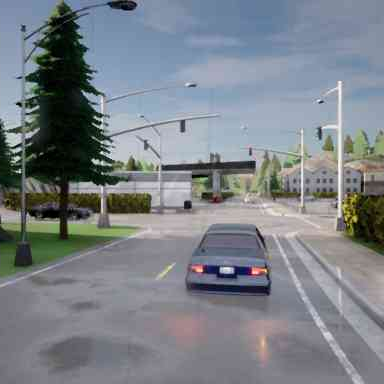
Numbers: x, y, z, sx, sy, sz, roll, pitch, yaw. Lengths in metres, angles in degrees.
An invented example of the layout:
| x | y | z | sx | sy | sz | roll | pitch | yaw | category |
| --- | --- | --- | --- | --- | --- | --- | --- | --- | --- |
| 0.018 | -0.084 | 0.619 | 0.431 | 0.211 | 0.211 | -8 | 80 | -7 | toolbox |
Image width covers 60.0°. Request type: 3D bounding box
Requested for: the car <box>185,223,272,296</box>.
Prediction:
| x | y | z | sx | sy | sz | roll | pitch | yaw | category |
| --- | --- | --- | --- | --- | --- | --- | --- | --- | --- |
| 1.085 | 1.547 | 8.845 | 2.033 | 1.411 | 5.357 | 0 | 0 | 10 | car |

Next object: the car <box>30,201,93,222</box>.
| x | y | z | sx | sy | sz | roll | pitch | yaw | category |
| --- | --- | --- | --- | --- | --- | --- | --- | --- | --- |
| -10.244 | 1.490 | 26.205 | 4.902 | 1.511 | 2.128 | 0 | 0 | 10 | car |

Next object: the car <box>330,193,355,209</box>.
| x | y | z | sx | sy | sz | roll | pitch | yaw | category |
| --- | --- | --- | --- | --- | --- | --- | --- | --- | --- |
| 20.231 | 1.328 | 42.329 | 5.027 | 1.636 | 2.152 | 0 | 0 | 10 | car |

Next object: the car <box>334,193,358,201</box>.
| x | y | z | sx | sy | sz | roll | pitch | yaw | category |
| --- | --- | --- | --- | --- | --- | --- | --- | --- | --- |
| 34.514 | 1.093 | 74.628 | 4.605 | 1.855 | 1.932 | 0 | 0 | 10 | car |

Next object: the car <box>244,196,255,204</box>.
| x | y | z | sx | sy | sz | roll | pitch | yaw | category |
| --- | --- | --- | --- | --- | --- | --- | --- | --- | --- |
| 11.184 | 1.522 | 64.732 | 1.812 | 1.442 | 4.674 | 0 | 0 | 10 | car |

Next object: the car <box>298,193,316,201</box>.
| x | y | z | sx | sy | sz | roll | pitch | yaw | category |
| --- | --- | --- | --- | --- | --- | --- | --- | --- | --- |
| 27.340 | 1.072 | 79.237 | 3.866 | 1.878 | 1.905 | 0 | 0 | 10 | car |

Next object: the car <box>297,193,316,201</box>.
| x | y | z | sx | sy | sz | roll | pitch | yaw | category |
| --- | --- | --- | --- | --- | --- | --- | --- | --- | --- |
| 26.159 | 1.357 | 76.070 | 3.806 | 1.475 | 1.970 | 0 | 0 | 10 | car |
